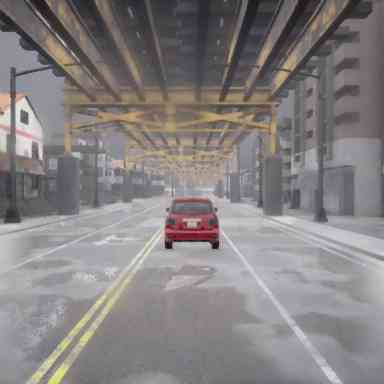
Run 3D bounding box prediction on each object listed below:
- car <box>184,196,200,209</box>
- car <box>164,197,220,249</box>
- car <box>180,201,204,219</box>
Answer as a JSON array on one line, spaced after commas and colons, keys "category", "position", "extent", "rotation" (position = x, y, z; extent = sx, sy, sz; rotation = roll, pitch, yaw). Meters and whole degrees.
[{"category": "car", "position": [0.000, 1.347, 44.843], "extent": [2.128, 1.511, 4.902], "rotation": [0, 1, 0]}, {"category": "car", "position": [0.000, 1.258, 14.680], "extent": [2.150, 2.045, 5.566], "rotation": [0, 0, 0]}, {"category": "car", "position": [0.000, 1.540, 29.647], "extent": [1.994, 1.385, 4.181], "rotation": [0, 0, 0]}]
